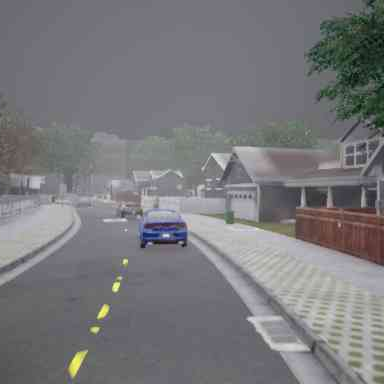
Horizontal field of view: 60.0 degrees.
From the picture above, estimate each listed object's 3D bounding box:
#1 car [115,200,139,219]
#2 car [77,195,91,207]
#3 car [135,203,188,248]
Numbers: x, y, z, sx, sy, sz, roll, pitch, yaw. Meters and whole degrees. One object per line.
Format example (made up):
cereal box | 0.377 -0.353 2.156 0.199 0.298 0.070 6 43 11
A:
car | -5.604 1.482 29.483 2.128 1.511 4.902 0 0 -21
car | -16.266 1.531 50.028 1.812 1.442 4.674 0 0 -21
car | -1.419 1.480 14.851 1.882 1.535 5.008 0 0 -11
